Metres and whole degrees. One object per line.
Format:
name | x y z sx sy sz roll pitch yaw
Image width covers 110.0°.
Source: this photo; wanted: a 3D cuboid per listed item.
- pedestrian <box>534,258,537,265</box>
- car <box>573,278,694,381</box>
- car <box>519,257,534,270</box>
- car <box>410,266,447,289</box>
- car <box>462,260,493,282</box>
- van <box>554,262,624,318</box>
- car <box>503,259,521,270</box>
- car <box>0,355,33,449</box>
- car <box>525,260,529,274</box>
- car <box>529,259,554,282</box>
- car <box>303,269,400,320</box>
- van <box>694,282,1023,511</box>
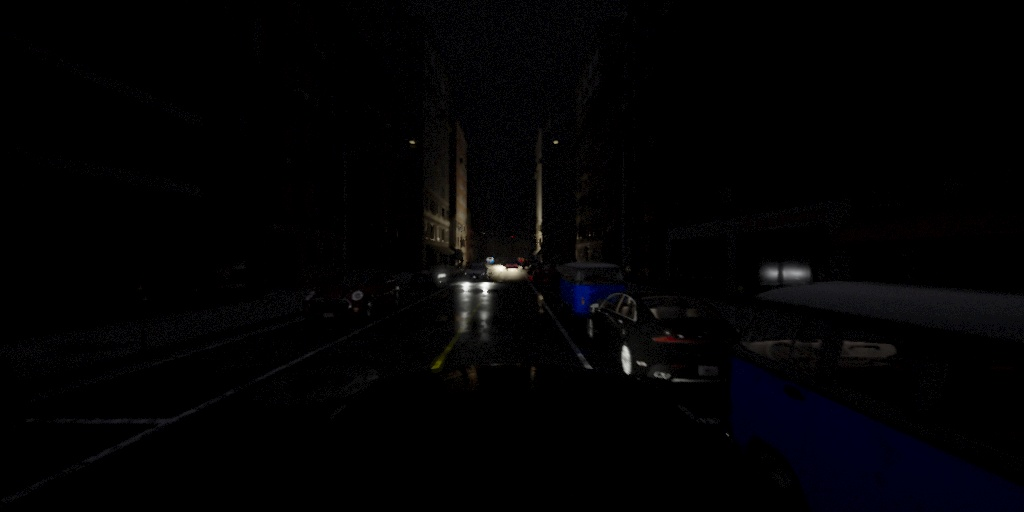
pedestrian | 2.754 1.129 42.946 0.375 1.860 0.375 0 0 -14
car | 2.638 1.309 6.995 2.007 1.370 4.403 0 0 0
car | 2.642 1.178 56.593 2.192 1.841 5.009 0 0 0
car | -5.386 1.344 23.527 2.007 1.370 4.403 0 0 0
car | -2.850 1.333 29.616 1.812 1.442 4.674 0 0 0
van | 2.639 1.111 12.505 1.690 1.789 3.998 0 0 0
car | 0.013 1.489 56.073 1.895 1.301 4.718 0 0 0
car | -5.387 1.300 1.485 2.007 1.370 4.403 0 0 0
car | 2.753 1.356 40.110 1.812 1.442 4.674 0 0 0
car | 2.640 1.245 29.038 1.967 1.591 4.097 0 0 0
car | -5.386 1.210 12.506 1.967 1.591 4.097 0 0 0
van | 2.638 1.090 1.484 1.690 1.789 3.998 0 0 0
